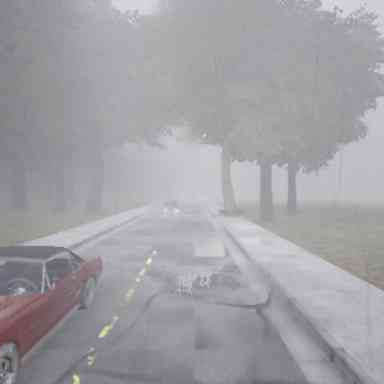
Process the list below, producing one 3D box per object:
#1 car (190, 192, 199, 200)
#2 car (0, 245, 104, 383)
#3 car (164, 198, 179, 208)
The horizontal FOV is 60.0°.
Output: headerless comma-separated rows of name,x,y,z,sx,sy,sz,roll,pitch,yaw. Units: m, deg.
car,0.995,1.306,87.680,1.812,1.442,4.674,0,0,0
car,-2.847,1.588,4.996,1.895,1.301,4.718,0,0,0
car,-2.818,1.486,45.573,1.895,1.301,4.718,0,0,0
